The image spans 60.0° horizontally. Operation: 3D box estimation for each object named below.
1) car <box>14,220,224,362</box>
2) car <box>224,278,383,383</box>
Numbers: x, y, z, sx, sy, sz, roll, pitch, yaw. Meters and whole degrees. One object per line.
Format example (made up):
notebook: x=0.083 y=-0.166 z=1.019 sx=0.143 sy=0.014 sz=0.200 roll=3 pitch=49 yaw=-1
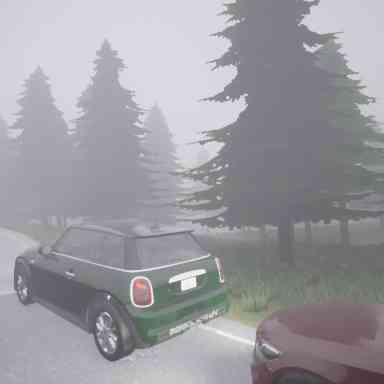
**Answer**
car: x=-1.577 y=1.308 z=6.213 sx=4.553 sy=1.767 sz=2.097 roll=1 pitch=1 yaw=44
car: x=2.753 y=1.531 z=2.593 sx=4.674 sy=1.442 sz=1.812 roll=1 pitch=0 yaw=36
